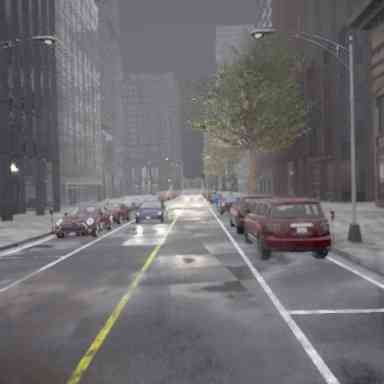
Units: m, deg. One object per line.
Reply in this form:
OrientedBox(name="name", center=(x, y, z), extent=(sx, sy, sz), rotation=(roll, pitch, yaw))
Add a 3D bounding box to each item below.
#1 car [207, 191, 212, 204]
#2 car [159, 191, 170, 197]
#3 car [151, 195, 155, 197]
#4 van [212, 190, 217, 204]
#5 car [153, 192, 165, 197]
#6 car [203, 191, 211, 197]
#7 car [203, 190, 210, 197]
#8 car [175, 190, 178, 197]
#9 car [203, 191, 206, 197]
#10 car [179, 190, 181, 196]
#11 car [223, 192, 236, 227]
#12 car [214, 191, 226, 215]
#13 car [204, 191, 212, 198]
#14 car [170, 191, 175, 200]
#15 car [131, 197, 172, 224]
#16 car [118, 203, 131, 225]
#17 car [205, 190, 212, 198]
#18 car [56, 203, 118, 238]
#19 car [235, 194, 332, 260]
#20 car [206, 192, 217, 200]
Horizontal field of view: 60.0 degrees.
OrientedBox(name="car", center=(3.401, 0.952, 45.257), extent=(1.802, 1.307, 4.206), rotation=(-2, 1, 1))
OrientedBox(name="car", center=(-5.064, 0.847, 50.999), extent=(2.192, 1.841, 5.009), rotation=(-2, 1, 1))
OrientedBox(name="car", center=(-5.246, 1.304, 34.089), extent=(1.802, 1.307, 4.206), rotation=(-1, 1, 1))
OrientedBox(name="van", center=(3.270, 0.843, 33.976), extent=(1.690, 1.788, 3.998), rotation=(-1, 1, 1))
OrientedBox(name="car", center=(-5.124, 1.118, 45.194), extent=(1.752, 1.417, 4.829), rotation=(-2, 1, 1))
OrientedBox(name="car", center=(3.847, 0.557, 84.728), extent=(1.802, 1.307, 4.206), rotation=(-2, 1, 1))
OrientedBox(name="car", center=(3.906, 0.362, 90.366), extent=(1.967, 1.590, 4.097), rotation=(-2, 0, 1))
OrientedBox(name="car", center=(-4.810, 0.619, 73.552), extent=(2.192, 1.841, 5.009), rotation=(-2, 1, 1))
OrientedBox(name="car", center=(3.521, 0.569, 56.531), extent=(2.192, 1.841, 5.009), rotation=(-2, 1, 1))
OrientedBox(name="car", center=(-4.612, 0.708, 90.470), extent=(1.947, 1.339, 4.313), rotation=(-2, 1, 1))
OrientedBox(name="car", center=(3.079, 1.022, 17.059), extent=(2.192, 1.841, 5.009), rotation=(-1, 1, 1))
OrientedBox(name="car", center=(3.209, 1.011, 28.338), extent=(1.967, 1.590, 4.097), rotation=(-1, 1, 1))
OrientedBox(name="car", center=(3.783, 0.552, 79.259), extent=(1.752, 1.417, 4.829), rotation=(-2, 1, 1))
OrientedBox(name="car", center=(-4.937, 0.733, 62.276), extent=(2.192, 1.841, 5.009), rotation=(-2, 1, 1))
OrientedBox(name="car", center=(-2.706, 1.312, 23.076), extent=(1.812, 1.442, 4.674), rotation=(-1, 1, 1))
OrientedBox(name="car", center=(-5.374, 1.404, 22.812), extent=(1.887, 1.381, 4.507), rotation=(-1, 1, 1))
OrientedBox(name="car", center=(3.464, 0.877, 50.893), extent=(1.947, 1.339, 4.313), rotation=(-2, 1, 1))
OrientedBox(name="car", center=(-5.440, 1.368, 17.173), extent=(1.967, 1.590, 4.097), rotation=(-1, 1, 1))
OrientedBox(name="car", center=(3.015, 1.092, 11.421), extent=(2.192, 1.841, 5.009), rotation=(-1, 1, 1))
OrientedBox(name="car", center=(3.591, 0.742, 62.172), extent=(1.887, 1.381, 4.507), rotation=(-2, 1, 1))
